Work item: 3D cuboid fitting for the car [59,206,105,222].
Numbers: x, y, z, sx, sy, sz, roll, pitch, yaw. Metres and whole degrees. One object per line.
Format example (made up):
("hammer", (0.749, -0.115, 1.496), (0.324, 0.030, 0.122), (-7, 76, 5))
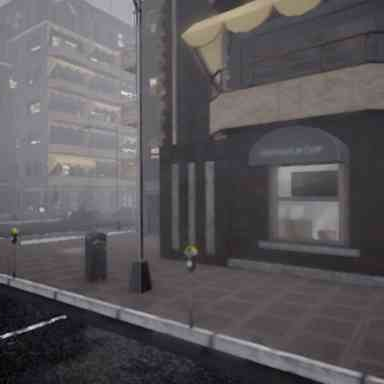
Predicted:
("car", (-11.558, 2.172, 34.286), (1.967, 1.590, 4.097), (-2, -2, 35))

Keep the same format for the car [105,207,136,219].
("car", (-8.291, 2.416, 38.921), (1.802, 1.307, 4.206), (-2, -2, 35))
